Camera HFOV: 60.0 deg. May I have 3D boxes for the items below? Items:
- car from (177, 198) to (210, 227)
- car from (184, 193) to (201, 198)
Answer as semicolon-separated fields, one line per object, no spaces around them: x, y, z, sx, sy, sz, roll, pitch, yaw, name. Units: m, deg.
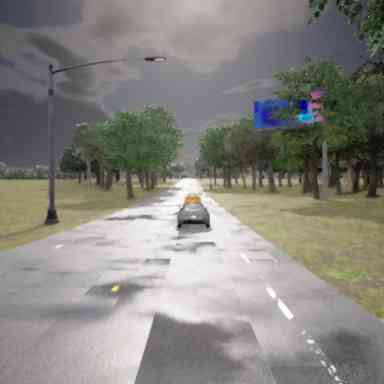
0.098;1.349;20.964;1.994;1.385;4.181;0;1;0;car
0.097;0.814;38.880;1.882;1.535;5.008;0;2;0;car
